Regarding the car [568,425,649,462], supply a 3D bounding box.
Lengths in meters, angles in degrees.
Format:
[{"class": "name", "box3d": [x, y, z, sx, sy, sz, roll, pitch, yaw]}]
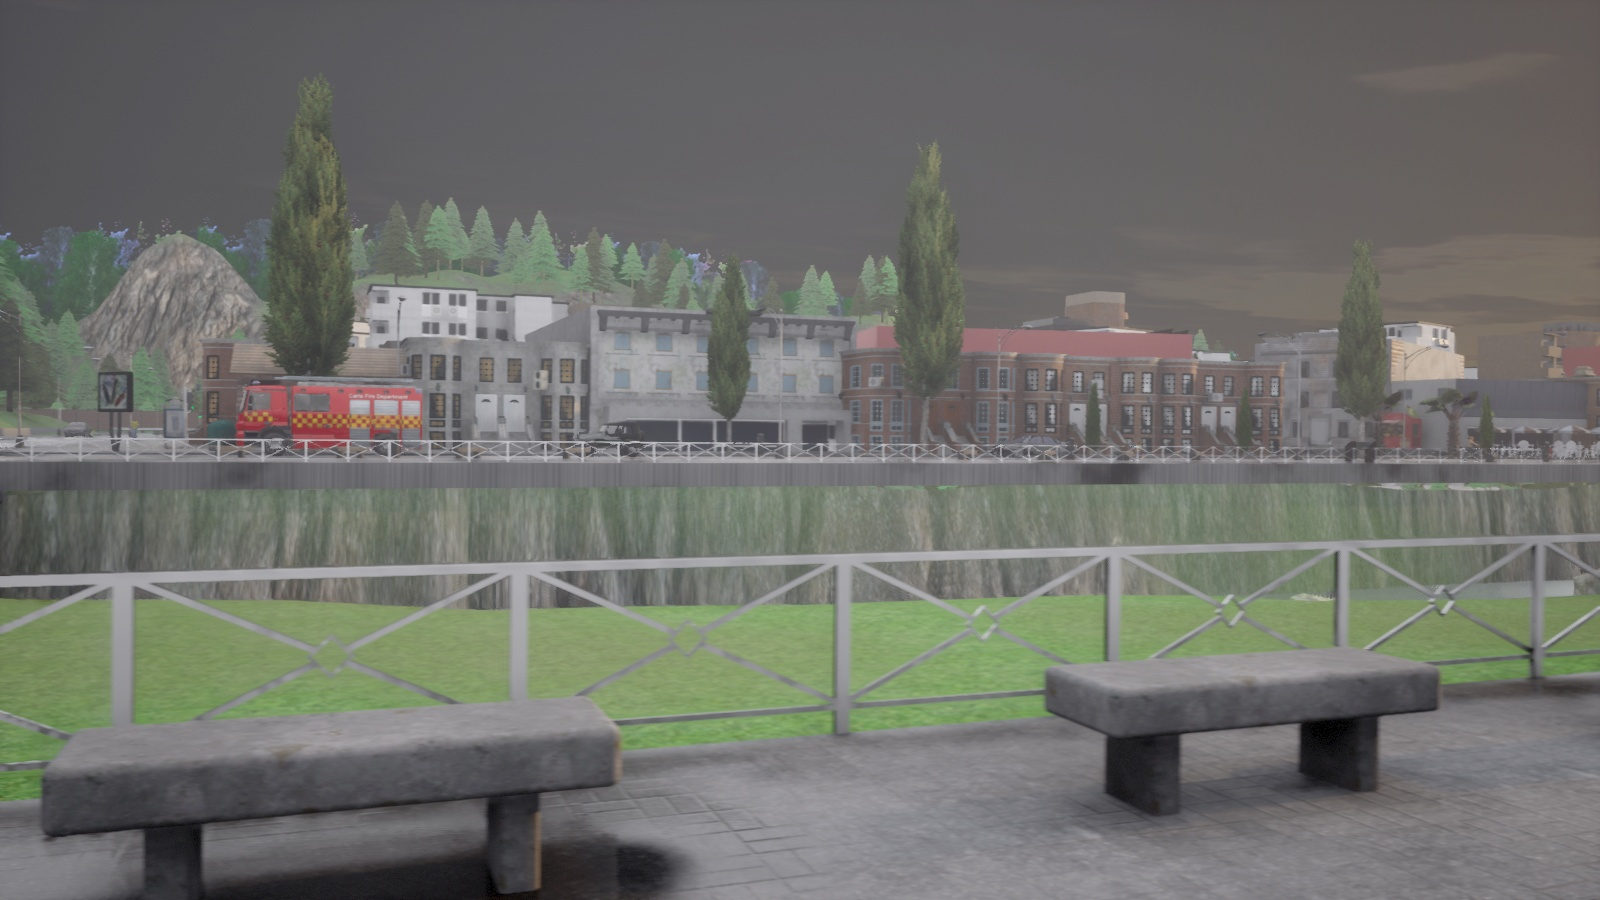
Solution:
[{"class": "car", "box3d": [-10.074, -0.357, 65.887, 3.866, 1.878, 1.905, -1, 1, -21]}]

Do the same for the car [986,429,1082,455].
[{"class": "car", "box3d": [13.978, -0.492, 75.031, 5.357, 1.411, 2.033, -1, 1, -21]}]

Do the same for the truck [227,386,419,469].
[{"class": "truck", "box3d": [-23.017, -1.109, 60.957, 8.468, 3.827, 2.891, -1, 1, -21]}]
